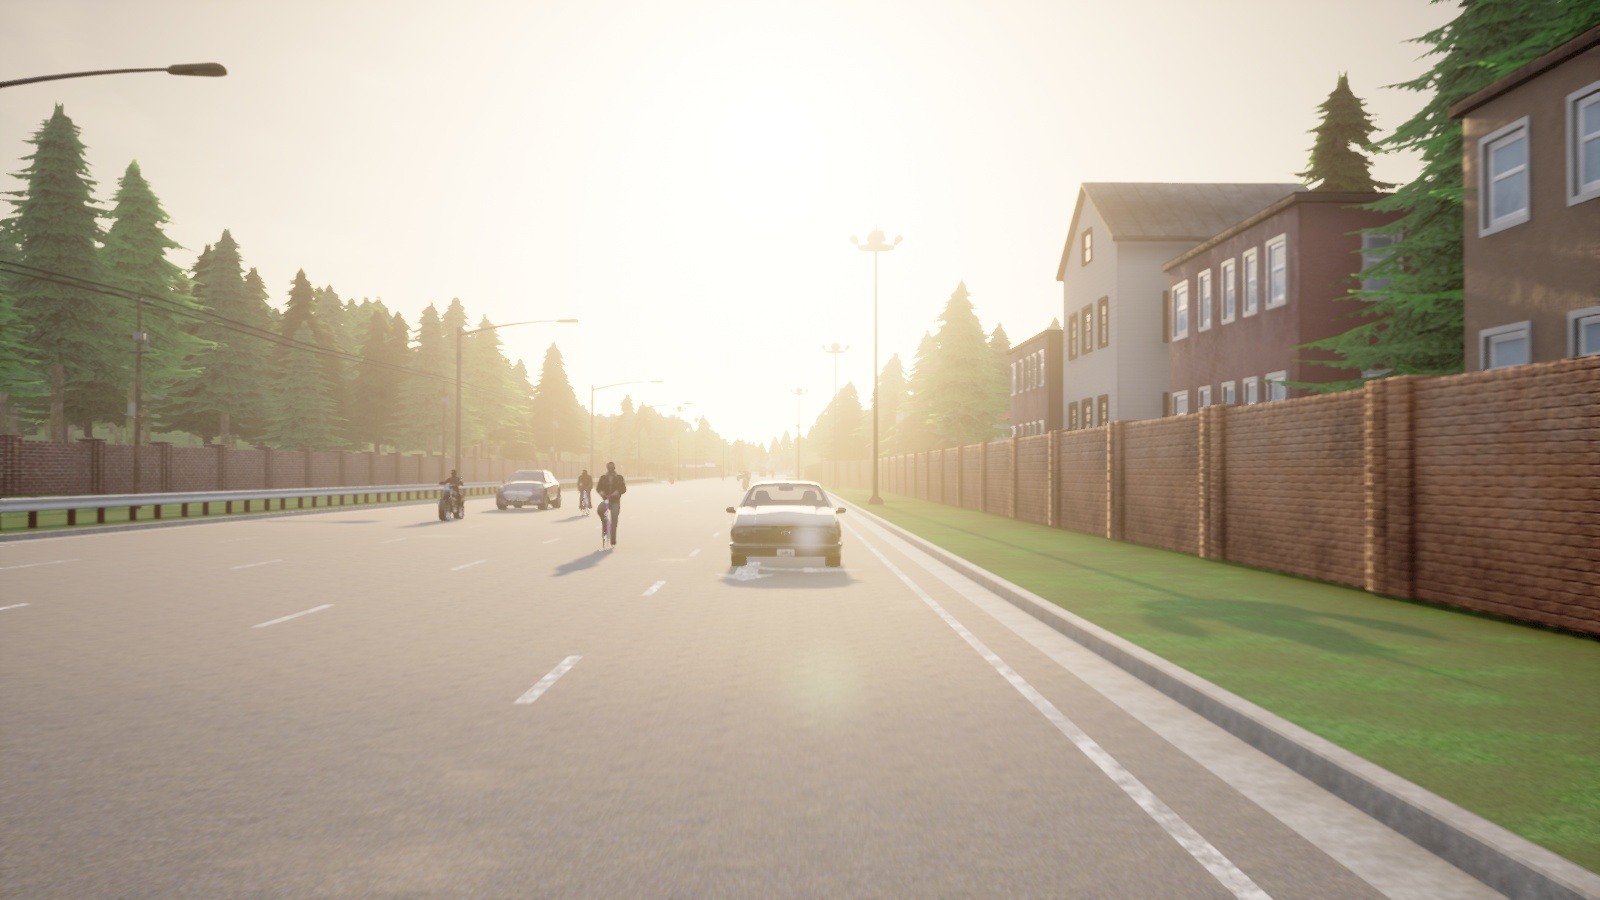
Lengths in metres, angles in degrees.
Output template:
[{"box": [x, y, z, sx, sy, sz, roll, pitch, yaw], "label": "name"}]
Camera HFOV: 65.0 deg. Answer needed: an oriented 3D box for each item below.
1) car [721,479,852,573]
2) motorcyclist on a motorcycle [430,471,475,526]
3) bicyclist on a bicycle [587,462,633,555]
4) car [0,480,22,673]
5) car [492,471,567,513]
[{"box": [-0.231, 1.247, 22.238, 2.033, 1.411, 5.357, 0, -1, -1], "label": "car"}, {"box": [-10.891, 1.491, 39.404, 0.766, 1.649, 2.350, 0, -1, -1], "label": "motorcyclist on a motorcycle"}, {"box": [-3.757, 1.131, 24.923, 0.659, 1.776, 1.843, 0, -1, -1], "label": "bicyclist on a bicycle"}, {"box": [-7.100, 0.949, 7.978, 1.970, 1.475, 3.806, 0, -1, -1], "label": "car"}, {"box": [-11.002, 1.678, 51.393, 2.033, 1.649, 4.856, 0, -1, -1], "label": "car"}]
